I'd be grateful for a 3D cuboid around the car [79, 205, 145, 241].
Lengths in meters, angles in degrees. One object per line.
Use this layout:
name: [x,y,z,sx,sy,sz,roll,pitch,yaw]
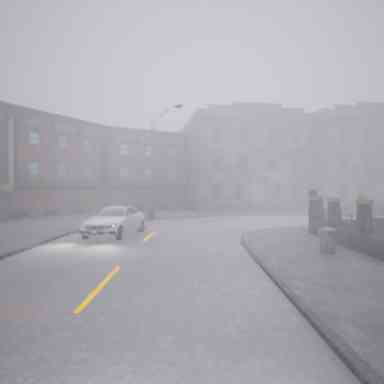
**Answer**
car: [-3.685,1.393,16.261,1.812,1.442,4.674,0,0,11]
